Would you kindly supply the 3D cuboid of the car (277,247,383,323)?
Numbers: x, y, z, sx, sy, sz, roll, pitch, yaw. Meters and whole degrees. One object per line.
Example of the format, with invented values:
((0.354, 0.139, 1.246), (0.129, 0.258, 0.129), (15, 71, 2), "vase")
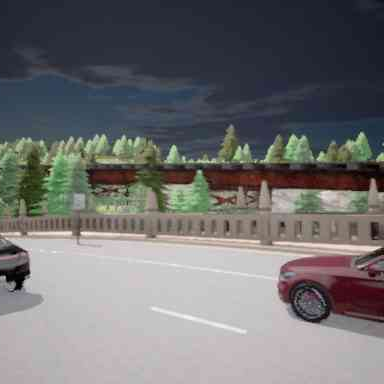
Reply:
((3.804, 1.532, 5.578), (4.674, 1.442, 1.812), (0, 0, 35), "car")

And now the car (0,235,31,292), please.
((-5.937, 1.684, 8.224), (4.902, 1.511, 2.128), (-3, -2, 35), "car")
